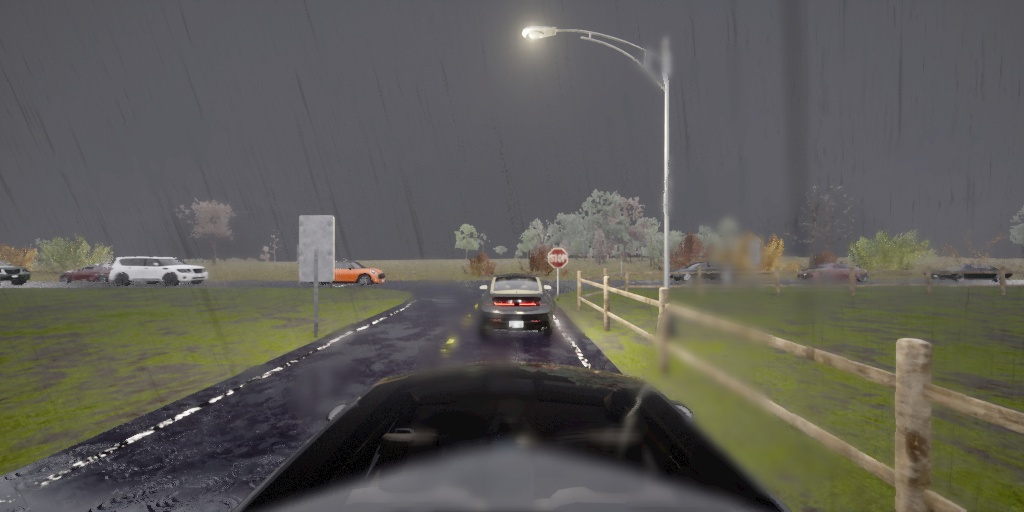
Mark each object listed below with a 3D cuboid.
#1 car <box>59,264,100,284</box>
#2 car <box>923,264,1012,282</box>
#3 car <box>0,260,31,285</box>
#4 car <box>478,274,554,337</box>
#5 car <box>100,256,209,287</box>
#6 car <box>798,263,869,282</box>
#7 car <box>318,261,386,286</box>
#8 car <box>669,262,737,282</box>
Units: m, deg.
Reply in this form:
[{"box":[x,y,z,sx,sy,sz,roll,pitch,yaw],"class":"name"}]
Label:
[{"box":[-32.162,1.360,27.915,4.674,1.442,1.812,0,0,0],"class":"car"},{"box":[34.585,1.275,27.350,4.718,1.301,1.895,0,0,0],"class":"car"},{"box":[-37.432,1.075,25.034,5.566,2.045,2.150,0,0,1],"class":"car"},{"box":[0.105,1.254,10.304,1.837,1.490,4.892,0,0,0],"class":"car"},{"box":[-24.430,1.038,24.901,5.566,2.045,2.150,-1,0,1],"class":"car"},{"box":[24.510,1.252,27.439,4.181,1.385,1.994,0,0,1],"class":"car"},{"box":[-11.168,1.128,24.789,4.553,1.767,2.097,0,0,0],"class":"car"},{"box":[14.566,1.214,27.527,4.892,1.490,1.837,0,0,0],"class":"car"}]
